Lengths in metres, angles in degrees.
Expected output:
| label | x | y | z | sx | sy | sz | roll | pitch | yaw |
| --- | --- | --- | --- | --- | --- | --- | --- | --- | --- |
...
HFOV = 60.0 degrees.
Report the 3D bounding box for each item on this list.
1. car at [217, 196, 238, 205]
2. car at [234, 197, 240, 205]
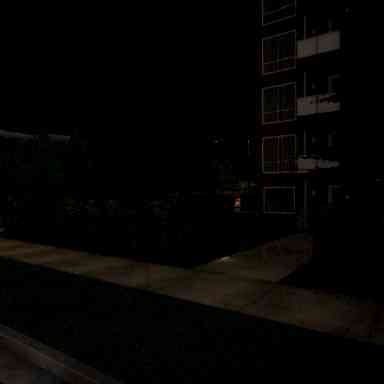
| label | x | y | z | sx | sy | sz | roll | pitch | yaw |
| --- | --- | --- | --- | --- | --- | --- | --- | --- | --- |
| car | 6.473 | 1.526 | 60.134 | 1.812 | 1.442 | 4.674 | 0 | 0 | 36 |
| car | 9.307 | 1.478 | 58.079 | 1.882 | 1.535 | 5.008 | 0 | 0 | 36 |
